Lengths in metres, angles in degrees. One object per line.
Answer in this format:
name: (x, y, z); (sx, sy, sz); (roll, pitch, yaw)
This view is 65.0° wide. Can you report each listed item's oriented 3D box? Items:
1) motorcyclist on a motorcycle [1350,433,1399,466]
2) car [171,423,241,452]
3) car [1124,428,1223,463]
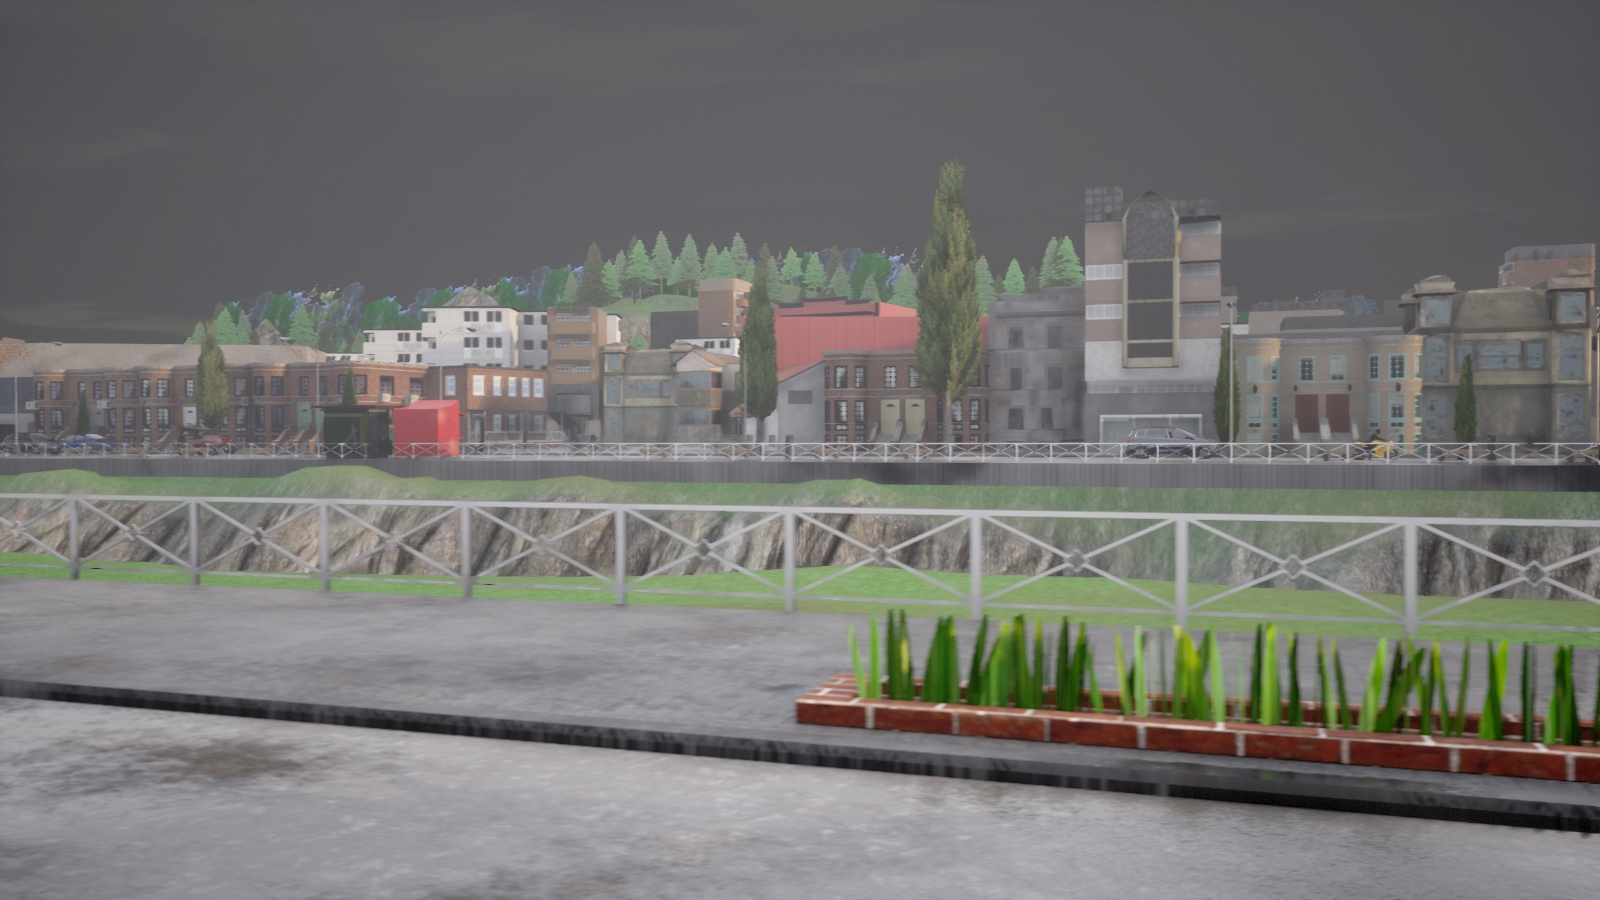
motorcyclist on a motorcycle: (27.266, -0.044, 59.663); (2.044, 1.523, 0.797); (1, 1, 19)
car: (-38.682, -0.833, 81.826); (3.866, 1.878, 1.905); (1, 1, 19)
car: (18.614, -0.261, 62.568); (4.611, 1.667, 2.242); (1, 1, 19)
